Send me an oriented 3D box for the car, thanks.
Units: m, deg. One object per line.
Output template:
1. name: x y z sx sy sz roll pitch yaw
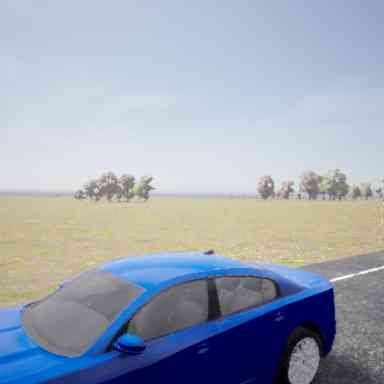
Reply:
1. car: -0.450 1.481 3.660 5.008 1.535 1.882 0 0 -35
